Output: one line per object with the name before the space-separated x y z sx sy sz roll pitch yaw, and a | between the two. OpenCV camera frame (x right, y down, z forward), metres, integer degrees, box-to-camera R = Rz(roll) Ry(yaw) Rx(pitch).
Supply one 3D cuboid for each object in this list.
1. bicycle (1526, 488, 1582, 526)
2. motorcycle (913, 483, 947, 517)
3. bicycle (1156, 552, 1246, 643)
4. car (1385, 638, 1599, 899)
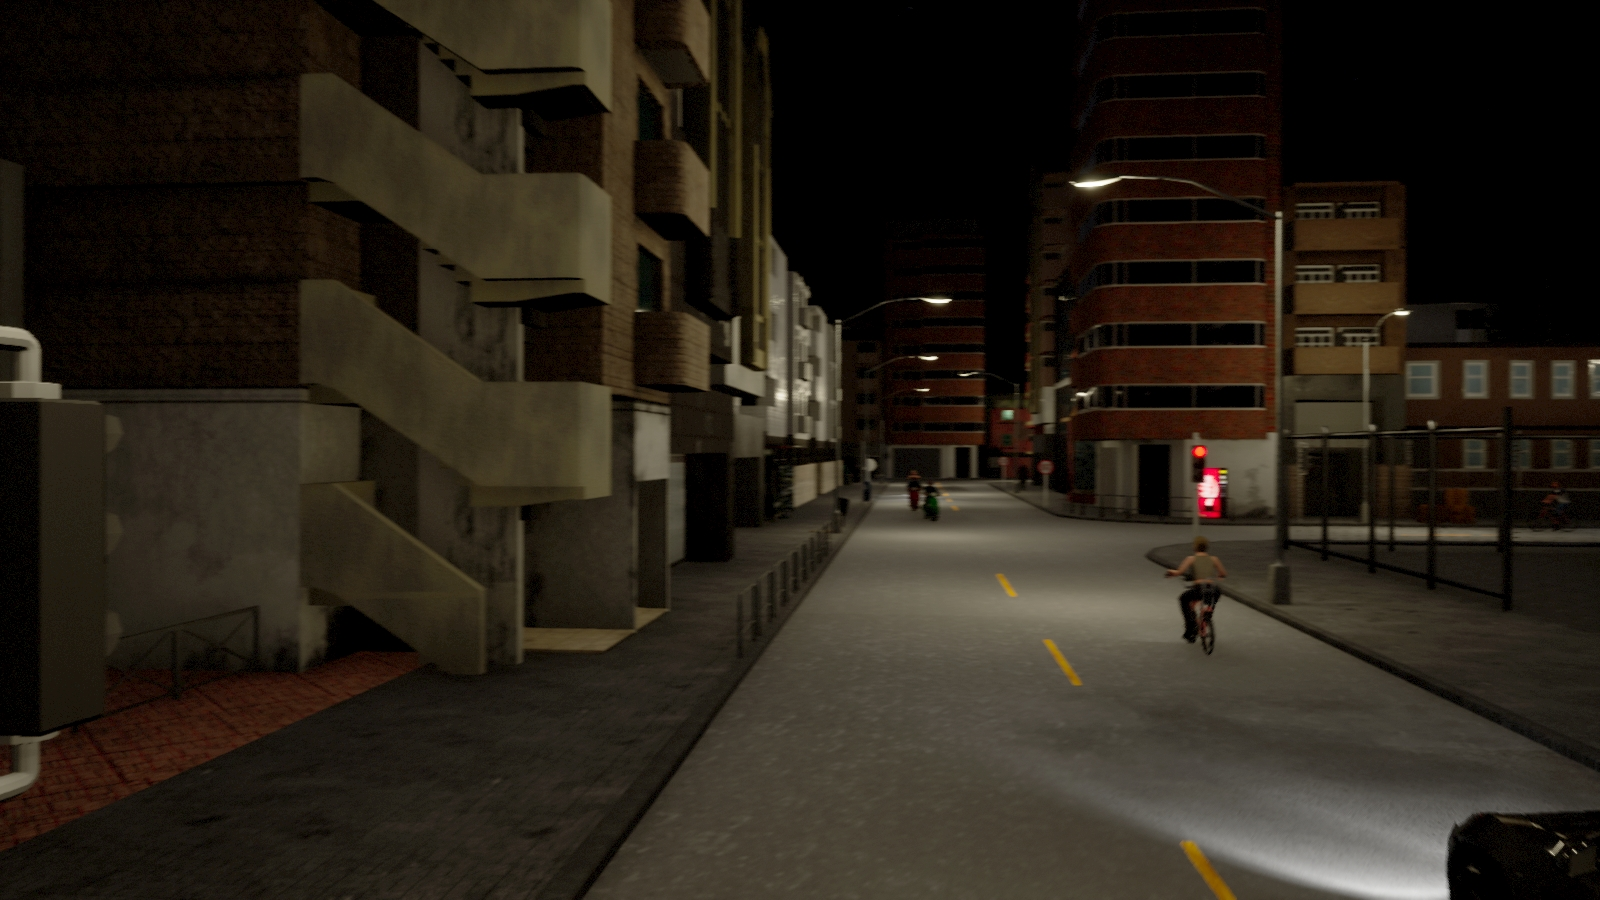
bicycle | 26.222 1.988 39.742 1.643 1.296 0.373 0 0 6
motorcycle | 5.115 1.973 45.132 0.856 1.236 1.805 2 0 -8
bicycle | 5.633 2.048 16.131 0.859 1.080 1.487 0 0 5
car | 4.281 1.851 4.229 2.163 1.488 4.792 0 0 6
